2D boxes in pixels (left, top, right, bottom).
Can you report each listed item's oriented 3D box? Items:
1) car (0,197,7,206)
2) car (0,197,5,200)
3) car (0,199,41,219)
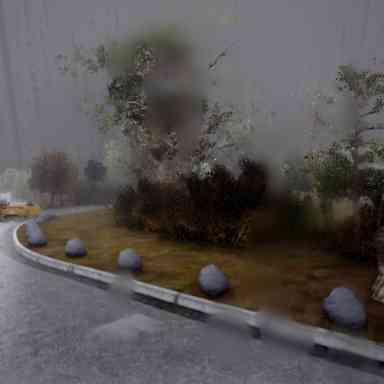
[{"bbox_3d":[-33.325,1.691,58.040,1.812,1.442,4.674,0,0,-30],"label":"car"},{"bbox_3d":[-24.434,1.695,41.672,2.033,1.411,5.357,0,0,-8],"label":"car"},{"bbox_3d":[-15.779,1.660,31.114,1.882,1.535,5.008,0,-1,-7],"label":"car"}]
